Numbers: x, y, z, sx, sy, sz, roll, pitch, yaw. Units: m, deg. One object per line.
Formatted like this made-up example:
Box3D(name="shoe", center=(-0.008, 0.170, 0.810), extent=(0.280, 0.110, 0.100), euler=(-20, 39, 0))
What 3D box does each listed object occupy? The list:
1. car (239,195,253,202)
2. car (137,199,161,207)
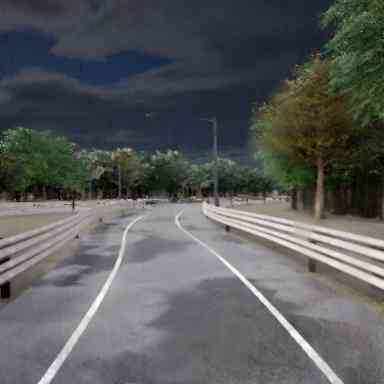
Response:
Box3D(name="car", center=(14.533, 1.730, 89.579), extent=(2.150, 2.045, 5.566), euler=(-1, -1, 35))
Box3D(name="car", center=(-7.523, 1.840, 58.634), extent=(1.895, 1.301, 4.718), euler=(-1, -1, 35))
